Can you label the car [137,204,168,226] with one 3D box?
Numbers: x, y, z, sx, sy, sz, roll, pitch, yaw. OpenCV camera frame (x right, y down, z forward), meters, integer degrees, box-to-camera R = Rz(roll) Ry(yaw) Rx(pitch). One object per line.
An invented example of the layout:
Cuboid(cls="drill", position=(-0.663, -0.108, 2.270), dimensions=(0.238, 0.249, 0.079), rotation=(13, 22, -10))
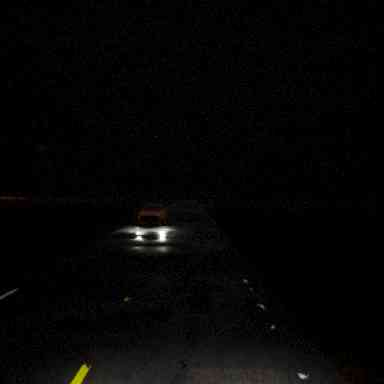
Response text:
Cuboid(cls="car", position=(-2.841, 1.618, 24.894), dimensions=(1.882, 1.535, 5.008), rotation=(0, 0, 0))
